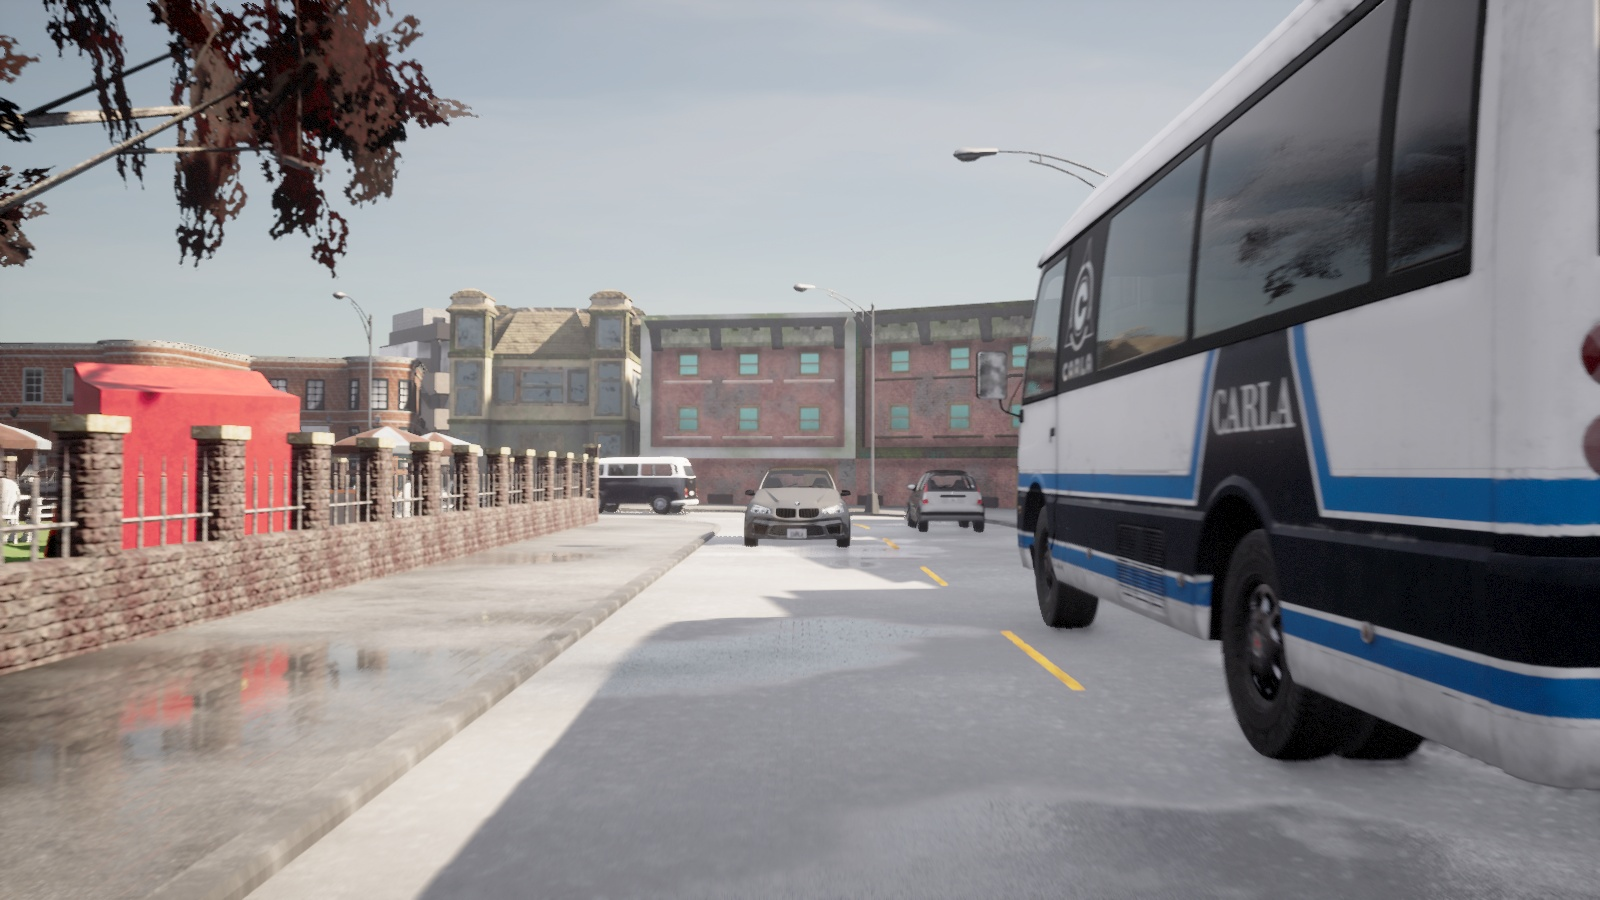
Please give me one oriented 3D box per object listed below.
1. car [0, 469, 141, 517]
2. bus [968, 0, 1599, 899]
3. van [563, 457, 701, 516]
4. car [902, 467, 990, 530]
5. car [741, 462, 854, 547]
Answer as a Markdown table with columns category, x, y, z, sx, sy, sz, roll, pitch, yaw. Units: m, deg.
| category | x | y | z | sx | sy | sz | roll | pitch | yaw |
| --- | --- | --- | --- | --- | --- | --- | --- | --- | --- |
| car | -26.702 | 1.525 | 45.333 | 4.611 | 1.667 | 2.242 | 0 | -1 | 0 |
| bus | 3.970 | -0.417 | 9.581 | 3.944 | 4.253 | 10.273 | 0 | -1 | 0 |
| van | -6.001 | 1.319 | 45.135 | 4.480 | 2.038 | 2.069 | 0 | -1 | 11 |
| car | 3.899 | 1.269 | 34.118 | 1.851 | 1.617 | 3.988 | 0 | -1 | -1 |
| car | -0.039 | 1.115 | 27.218 | 2.242 | 1.667 | 4.611 | 0 | -1 | 0 |
